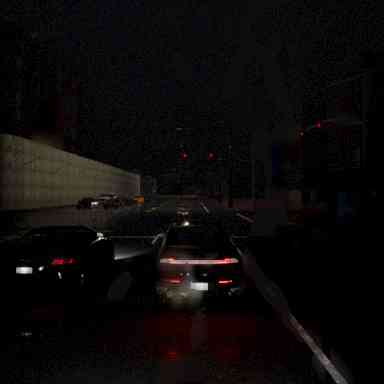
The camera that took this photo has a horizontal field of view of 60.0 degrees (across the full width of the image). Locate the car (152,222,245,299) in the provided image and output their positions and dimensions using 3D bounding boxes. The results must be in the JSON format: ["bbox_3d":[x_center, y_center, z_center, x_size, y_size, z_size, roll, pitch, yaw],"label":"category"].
[{"bbox_3d":[0.103,1.492,8.425,2.128,1.511,4.902,0,0,-1],"label":"car"}]

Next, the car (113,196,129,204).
[{"bbox_3d":[-13.880,1.547,65.255,2.033,1.411,5.357,0,0,1],"label":"car"}]

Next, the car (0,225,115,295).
[{"bbox_3d":[-3.405,1.564,8.782,1.994,1.385,4.181,0,0,0],"label":"car"}]

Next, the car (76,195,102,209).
[{"bbox_3d":[-13.992,1.505,44.776,1.837,1.490,4.892,0,0,0],"label":"car"}]

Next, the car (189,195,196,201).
[{"bbox_3d":[0.188,1.525,84.976,2.128,1.511,4.902,0,0,0],"label":"car"}]

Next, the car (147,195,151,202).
[{"bbox_3d":[-10.336,1.473,74.108,1.882,1.535,5.008,0,0,0],"label":"car"}]

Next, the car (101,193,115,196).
[{"bbox_3d":[-13.971,1.221,54.630,2.150,2.045,5.566,0,0,1],"label":"car"}]

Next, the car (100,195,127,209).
[{"bbox_3d":[-10.493,1.526,44.738,1.812,1.442,4.674,0,0,0],"label":"car"}]

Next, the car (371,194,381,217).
[{"bbox_3d":[15.162,1.222,28.581,5.566,2.045,2.150,0,0,0],"label":"car"}]

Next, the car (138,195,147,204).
[{"bbox_3d":[-10.404,1.478,63.948,1.882,1.535,5.008,0,0,1],"label":"car"}]

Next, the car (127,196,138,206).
[{"bbox_3d":[-10.466,1.601,53.846,1.895,1.301,4.718,0,0,0],"label":"car"}]
